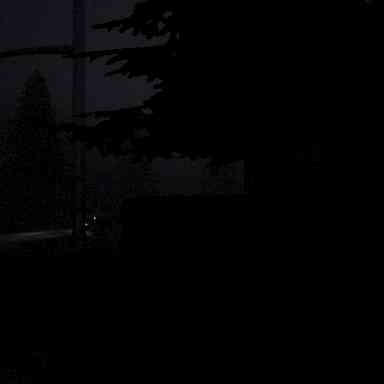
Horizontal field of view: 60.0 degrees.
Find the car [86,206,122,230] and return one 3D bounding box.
[{"bbox_3d":[-4.935,1.586,21.338,1.895,1.301,4.718,0,0,36],"label":"car"}]
